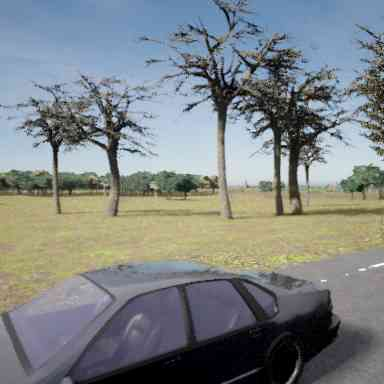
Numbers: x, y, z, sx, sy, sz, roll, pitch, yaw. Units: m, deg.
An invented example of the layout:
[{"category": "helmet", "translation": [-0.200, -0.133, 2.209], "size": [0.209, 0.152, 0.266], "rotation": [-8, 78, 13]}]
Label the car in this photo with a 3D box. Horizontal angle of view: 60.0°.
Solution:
[{"category": "car", "translation": [-0.564, 1.549, 3.613], "size": [5.357, 1.411, 2.033], "rotation": [0, 0, -35]}]
